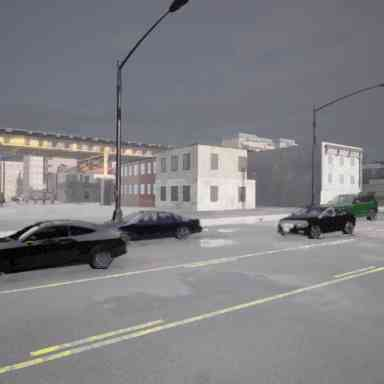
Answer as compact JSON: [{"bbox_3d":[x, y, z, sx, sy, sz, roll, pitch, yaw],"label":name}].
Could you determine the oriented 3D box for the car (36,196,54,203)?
[{"bbox_3d":[-35.405,1.951,81.242,2.038,1.542,4.974,1,-1,-5],"label":"car"}]

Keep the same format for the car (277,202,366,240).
[{"bbox_3d":[6.442,1.493,17.029,4.902,1.511,2.128,0,0,-35],"label":"car"}]

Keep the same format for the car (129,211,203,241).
[{"bbox_3d":[-2.017,1.582,15.395,5.357,1.411,2.033,0,0,-35],"label":"car"}]

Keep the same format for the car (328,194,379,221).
[{"bbox_3d":[11.827,1.181,25.063,5.566,2.045,2.150,-1,0,-35],"label":"car"}]

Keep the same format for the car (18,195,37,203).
[{"bbox_3d":[-39.135,1.918,81.206,4.974,1.542,2.038,0,-1,25],"label":"car"}]

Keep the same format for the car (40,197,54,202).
[{"bbox_3d":[-35.408,1.794,81.295,1.853,1.218,4.536,1,-1,-5],"label":"car"}]

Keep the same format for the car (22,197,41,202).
[{"bbox_3d":[-39.181,1.760,81.229,4.536,1.218,1.853,0,-1,25],"label":"car"}]

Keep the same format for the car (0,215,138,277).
[{"bbox_3d":[-4.176,1.552,9.615,4.674,1.442,1.812,0,0,-35],"label":"car"}]
